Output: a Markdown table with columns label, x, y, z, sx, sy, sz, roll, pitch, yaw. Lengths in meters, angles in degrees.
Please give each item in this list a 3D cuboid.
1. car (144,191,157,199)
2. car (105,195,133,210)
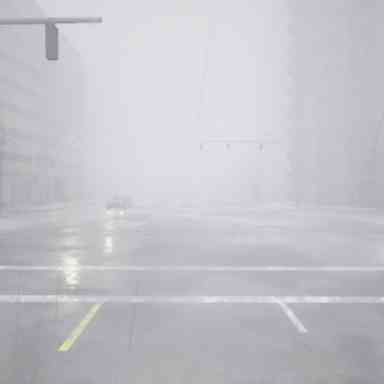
| label | x | y | z | sx | sy | sz | roll | pitch | yaw |
| --- | --- | --- | --- | --- | --- | --- | --- | --- | --- |
| car | -7.251 | 0.478 | 58.442 | 1.994 | 1.385 | 4.181 | 0 | 1 | 0 |
| car | -7.158 | 1.003 | 33.235 | 2.033 | 1.411 | 5.357 | 0 | 1 | 0 |
